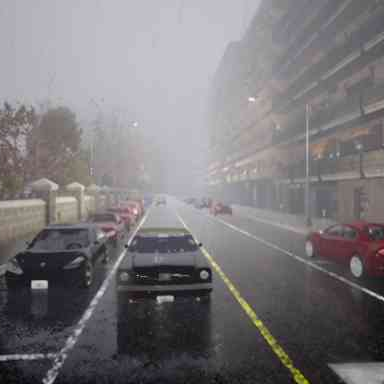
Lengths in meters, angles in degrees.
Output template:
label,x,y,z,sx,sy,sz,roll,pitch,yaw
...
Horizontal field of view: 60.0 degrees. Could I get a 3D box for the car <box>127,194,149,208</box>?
label,x,y,z,sx,sy,sz,roll,pitch,yaw
car,-5.535,1.329,31.557,2.192,1.841,5.009,0,0,-5

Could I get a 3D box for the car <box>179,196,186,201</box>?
label,x,y,z,sx,sy,sz,roll,pitch,yaw
car,-2.531,1.696,88.401,1.802,1.307,4.206,0,0,-5

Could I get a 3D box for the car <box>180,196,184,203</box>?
label,x,y,z,sx,sy,sz,roll,pitch,yaw
car,-0.929,1.516,71.586,1.967,1.590,4.097,0,0,-5

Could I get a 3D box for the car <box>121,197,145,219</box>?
label,x,y,z,sx,sy,sz,roll,pitch,yaw
car,-5.000,1.446,25.951,1.967,1.590,4.097,0,0,-5

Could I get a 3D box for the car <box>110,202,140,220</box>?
label,x,y,z,sx,sy,sz,roll,pitch,yaw
car,-4.467,1.545,20.348,1.887,1.381,4.507,0,0,-5

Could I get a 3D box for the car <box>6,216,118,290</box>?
label,x,y,z,sx,sy,sz,roll,pitch,yaw
car,-3.399,1.565,9.140,1.947,1.339,4.313,0,0,-5

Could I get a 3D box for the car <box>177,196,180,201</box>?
label,x,y,z,sx,sy,sz,roll,pitch,yaw
car,-2.013,1.626,82.965,1.752,1.417,4.829,0,0,-5

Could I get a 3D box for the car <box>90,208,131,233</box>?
label,x,y,z,sx,sy,sz,roll,pitch,yaw
car,-3.934,1.580,14.745,1.802,1.307,4.206,0,0,-5

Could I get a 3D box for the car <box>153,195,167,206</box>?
label,x,y,z,sx,sy,sz,roll,pitch,yaw
car,-5.308,1.598,57.539,2.033,1.411,5.357,0,0,-5

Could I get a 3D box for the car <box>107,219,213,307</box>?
label,x,y,z,sx,sy,sz,roll,pitch,yaw
car,-0.702,1.600,8.157,1.895,1.301,4.718,0,0,-6

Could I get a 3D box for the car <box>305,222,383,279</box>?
label,x,y,z,sx,sy,sz,roll,pitch,yaw
car,4.944,1.545,9.934,1.887,1.381,4.507,0,0,-5

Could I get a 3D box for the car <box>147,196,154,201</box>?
label,x,y,z,sx,sy,sz,roll,pitch,yaw
car,-10.873,1.694,87.606,1.802,1.307,4.206,0,0,-5

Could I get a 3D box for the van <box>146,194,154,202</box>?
label,x,y,z,sx,sy,sz,roll,pitch,yaw
van,-10.339,1.440,82.001,1.690,1.788,3.998,0,0,-5

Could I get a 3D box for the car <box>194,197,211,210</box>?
label,x,y,z,sx,sy,sz,roll,pitch,yaw
car,1.740,1.471,43.562,1.967,1.590,4.097,0,0,-5

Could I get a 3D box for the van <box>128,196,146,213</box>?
label,x,y,z,sx,sy,sz,roll,pitch,yaw
van,-6.069,1.363,37.162,1.690,1.788,3.998,0,0,-5

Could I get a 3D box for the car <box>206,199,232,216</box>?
label,x,y,z,sx,sy,sz,roll,pitch,yaw
car,2.808,1.598,32.351,1.802,1.307,4.206,0,0,-5

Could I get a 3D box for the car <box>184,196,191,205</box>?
label,x,y,z,sx,sy,sz,roll,pitch,yaw
car,0.138,1.622,60.377,1.947,1.339,4.313,0,0,-5

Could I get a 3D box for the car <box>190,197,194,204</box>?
label,x,y,z,sx,sy,sz,roll,pitch,yaw
car,1.206,1.621,49.167,1.802,1.307,4.206,0,0,-5

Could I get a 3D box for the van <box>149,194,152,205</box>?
label,x,y,z,sx,sy,sz,roll,pitch,yaw
van,-7.137,1.378,48.373,1.690,1.788,3.998,0,0,-5
